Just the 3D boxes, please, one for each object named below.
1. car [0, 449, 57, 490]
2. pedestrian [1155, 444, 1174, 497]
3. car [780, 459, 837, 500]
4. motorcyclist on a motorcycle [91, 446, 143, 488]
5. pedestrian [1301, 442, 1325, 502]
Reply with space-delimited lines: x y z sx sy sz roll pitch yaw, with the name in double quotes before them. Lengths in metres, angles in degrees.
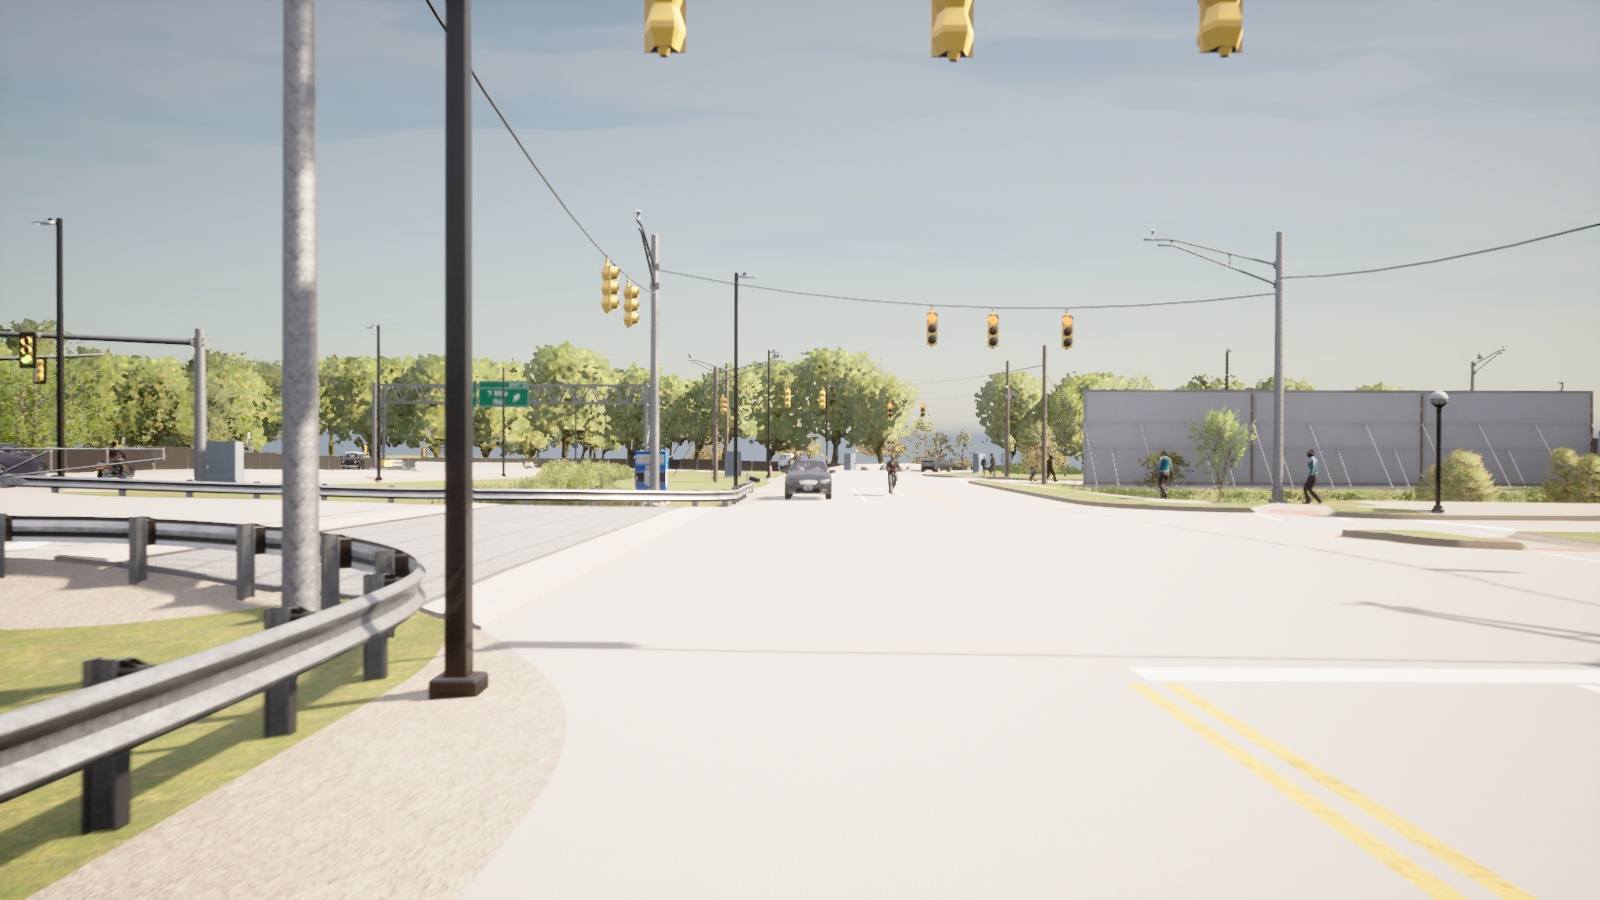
"car" -30.739 0.750 48.548 1.845 1.501 3.633 0 -1 1
"pedestrian" 13.271 0.738 45.725 0.396 1.930 0.692 0 1 -6
"car" 0.353 1.125 49.872 2.128 1.511 4.902 0 0 1
"motorcyclist on a motorcycle" -27.223 0.687 50.085 0.766 1.649 2.350 0 -1 1
"pedestrian" 16.544 0.705 40.527 0.692 1.930 0.396 0 1 25
